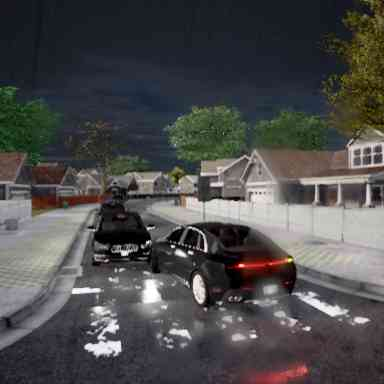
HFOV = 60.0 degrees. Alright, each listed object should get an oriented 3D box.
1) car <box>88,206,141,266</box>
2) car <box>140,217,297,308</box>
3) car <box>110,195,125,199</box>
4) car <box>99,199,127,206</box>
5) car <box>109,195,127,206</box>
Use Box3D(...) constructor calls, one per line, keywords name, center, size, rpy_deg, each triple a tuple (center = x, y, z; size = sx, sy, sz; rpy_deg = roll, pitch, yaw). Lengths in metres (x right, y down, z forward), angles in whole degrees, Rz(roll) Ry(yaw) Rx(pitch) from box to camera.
Box3D(name="car", center=(-2.482, 1.458, 11.575), size=(1.837, 1.490, 4.892), rpy_deg=(0, 0, -15))
Box3D(name="car", center=(0.380, 1.468, 8.015), size=(1.837, 1.490, 4.892), rpy_deg=(0, 0, -24))
Box3D(name="car", center=(-7.874, 1.390, 32.230), size=(2.128, 1.511, 4.902), rpy_deg=(0, 0, -13))
Box3D(name="car", center=(-5.056, 1.434, 21.237), size=(1.837, 1.490, 4.892), rpy_deg=(0, 0, -15))
Box3D(name="car", center=(-10.451, 1.180, 47.102), size=(1.812, 1.442, 4.674), rpy_deg=(0, 0, -4))
